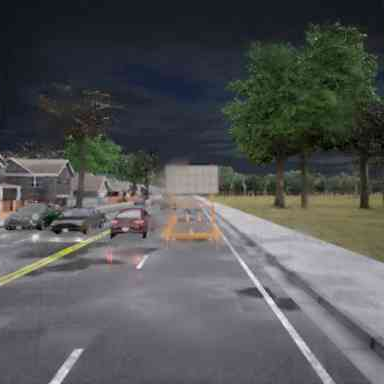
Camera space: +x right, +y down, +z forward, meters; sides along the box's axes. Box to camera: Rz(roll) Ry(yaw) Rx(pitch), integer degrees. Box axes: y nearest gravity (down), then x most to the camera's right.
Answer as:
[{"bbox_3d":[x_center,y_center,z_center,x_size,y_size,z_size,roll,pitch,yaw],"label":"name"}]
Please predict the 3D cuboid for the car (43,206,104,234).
[{"bbox_3d":[-6.594,1.640,19.986,2.033,1.411,5.357,0,0,0],"label":"car"}]

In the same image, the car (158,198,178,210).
[{"bbox_3d":[-3.135,1.580,46.181,2.097,1.767,4.553,0,0,0],"label":"car"}]

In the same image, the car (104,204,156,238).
[{"bbox_3d":[-3.144,1.608,18.029,1.812,1.442,4.674,0,0,0],"label":"car"}]

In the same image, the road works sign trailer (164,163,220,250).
[{"bbox_3d":[0.005,0.530,14.645,2.380,3.560,2.880,0,0,0],"label":"road works sign trailer"}]

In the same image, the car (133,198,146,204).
[{"bbox_3d":[-9.762,1.820,62.196,1.837,1.490,4.892,0,0,1],"label":"car"}]

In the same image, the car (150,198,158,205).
[{"bbox_3d":[-6.521,1.875,61.422,1.994,1.385,4.181,0,0,1],"label":"car"}]

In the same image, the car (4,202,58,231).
[{"bbox_3d":[-9.840,1.451,21.164,2.097,1.767,4.553,0,0,0],"label":"car"}]
